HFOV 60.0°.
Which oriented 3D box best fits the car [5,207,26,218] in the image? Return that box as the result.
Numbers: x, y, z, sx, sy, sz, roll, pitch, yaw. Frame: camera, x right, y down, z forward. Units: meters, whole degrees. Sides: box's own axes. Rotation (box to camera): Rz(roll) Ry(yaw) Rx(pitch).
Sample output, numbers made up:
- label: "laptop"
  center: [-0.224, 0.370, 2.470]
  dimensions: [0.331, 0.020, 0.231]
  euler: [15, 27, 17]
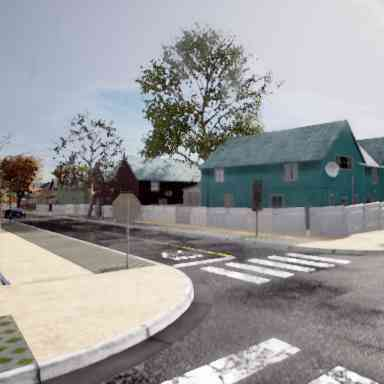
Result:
- label: "car"
  center: [-23.312, 2.730, 43.920]
  dimensions: [1.994, 1.385, 4.181]
  euler: [1, -2, -36]
